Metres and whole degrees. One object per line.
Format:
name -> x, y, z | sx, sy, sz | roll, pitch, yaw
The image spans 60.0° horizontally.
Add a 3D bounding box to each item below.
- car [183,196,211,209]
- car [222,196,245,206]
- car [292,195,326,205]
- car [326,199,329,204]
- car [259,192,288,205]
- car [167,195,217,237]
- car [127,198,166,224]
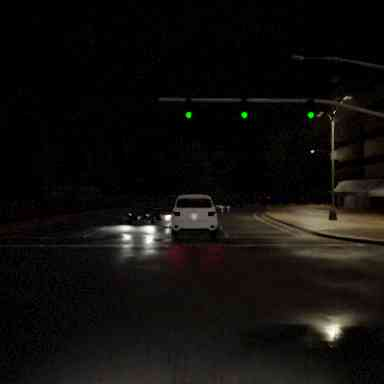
car -> 0.695, 1.335, 42.813 | 1.882, 1.535, 5.008 | 0, 0, 23
car -> 6.417, 1.323, 51.440 | 2.128, 1.511, 4.902 | 0, 0, 38
car -> 18.239, 1.376, 52.665 | 5.357, 1.411, 2.033 | 0, 0, -33
car -> 21.881, 1.336, 58.688 | 4.674, 1.442, 1.812 | 0, 0, -22
car -> 13.112, 1.048, 53.174 | 5.566, 2.045, 2.150 | 0, 0, -41
car -> 0.101, 1.149, 17.534 | 2.150, 2.045, 5.566 | 0, 0, 0
car -> -3.340, 1.417, 24.052 | 1.837, 1.490, 4.892 | 0, 0, 3
